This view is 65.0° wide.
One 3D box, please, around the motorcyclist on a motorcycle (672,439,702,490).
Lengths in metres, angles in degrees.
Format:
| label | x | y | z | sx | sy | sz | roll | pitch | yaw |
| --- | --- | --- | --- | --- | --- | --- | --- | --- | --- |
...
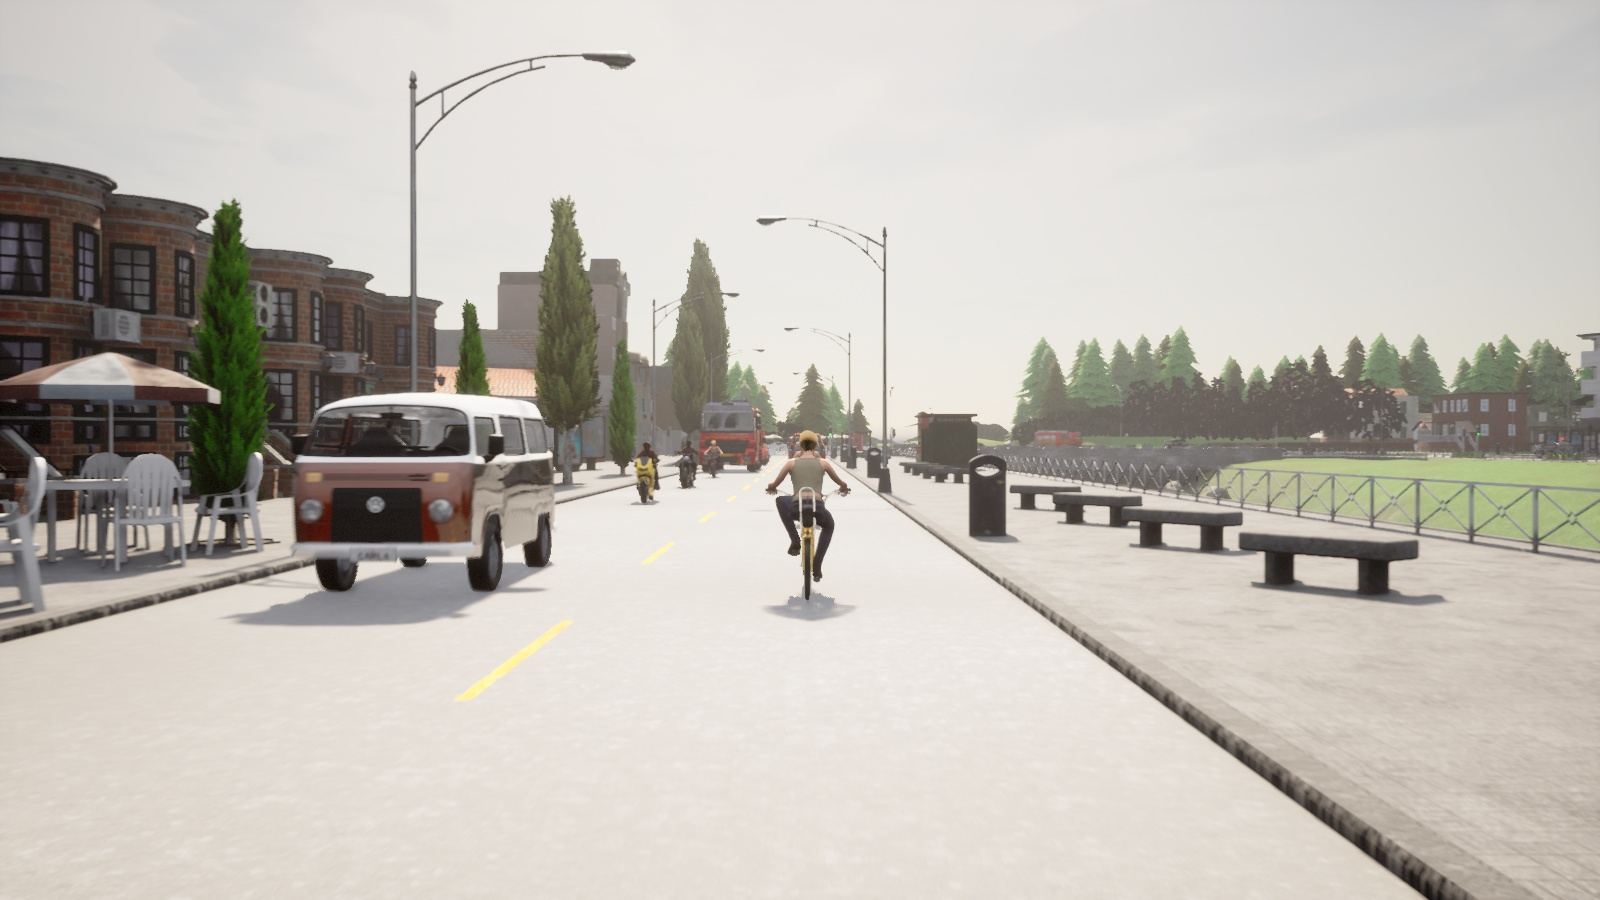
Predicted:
| label | x | y | z | sx | sy | sz | roll | pitch | yaw |
| --- | --- | --- | --- | --- | --- | --- | --- | --- | --- |
| motorcyclist on a motorcycle | -3.758 | 0.460 | 41.896 | 0.766 | 1.649 | 2.350 | 0 | 0 | 0 |

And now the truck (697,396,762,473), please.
| label | x | y | z | sx | sy | sz | roll | pitch | yaw |
| --- | --- | --- | --- | --- | --- | --- | --- | --- | --- |
| truck | -3.624 | -0.794 | 66.823 | 2.891 | 3.827 | 8.468 | 0 | 0 | 1 |

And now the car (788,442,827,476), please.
| label | x | y | z | sx | sy | sz | roll | pitch | yaw |
| --- | --- | --- | --- | --- | --- | --- | --- | --- | --- |
| car | 0.339 | 0.392 | 59.757 | 1.789 | 1.549 | 3.705 | 0 | 0 | 0 |

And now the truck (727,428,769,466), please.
| label | x | y | z | sx | sy | sz | roll | pitch | yaw |
| --- | --- | --- | --- | --- | --- | --- | --- | --- | --- |
| truck | -3.521 | -0.220 | 85.552 | 2.627 | 2.467 | 5.204 | 0 | 0 | 0 |

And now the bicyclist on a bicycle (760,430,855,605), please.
| label | x | y | z | sx | sy | sz | roll | pitch | yaw |
| --- | --- | --- | --- | --- | --- | --- | --- | --- | --- |
| bicyclist on a bicycle | 0.077 | 0.615 | 12.284 | 0.866 | 1.612 | 1.509 | 0 | 0 | 1 |

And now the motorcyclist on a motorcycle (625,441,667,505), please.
| label | x | y | z | sx | sy | sz | roll | pitch | yaw |
| --- | --- | --- | --- | --- | --- | --- | --- | --- | --- |
| motorcyclist on a motorcycle | -3.816 | 0.551 | 31.234 | 0.797 | 1.523 | 2.044 | 0 | 0 | 0 |

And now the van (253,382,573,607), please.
| label | x | y | z | sx | sy | sz | roll | pitch | yaw |
| --- | --- | --- | --- | --- | --- | --- | --- | --- | --- |
| van | -3.910 | 0.391 | 13.612 | 2.069 | 2.038 | 4.480 | 0 | 0 | 0 |

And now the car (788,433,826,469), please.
| label | x | y | z | sx | sy | sz | roll | pitch | yaw |
| --- | --- | --- | --- | --- | --- | --- | --- | --- | --- |
| car | 0.414 | 0.056 | 73.443 | 2.150 | 2.045 | 5.566 | 0 | 0 | 0 |
